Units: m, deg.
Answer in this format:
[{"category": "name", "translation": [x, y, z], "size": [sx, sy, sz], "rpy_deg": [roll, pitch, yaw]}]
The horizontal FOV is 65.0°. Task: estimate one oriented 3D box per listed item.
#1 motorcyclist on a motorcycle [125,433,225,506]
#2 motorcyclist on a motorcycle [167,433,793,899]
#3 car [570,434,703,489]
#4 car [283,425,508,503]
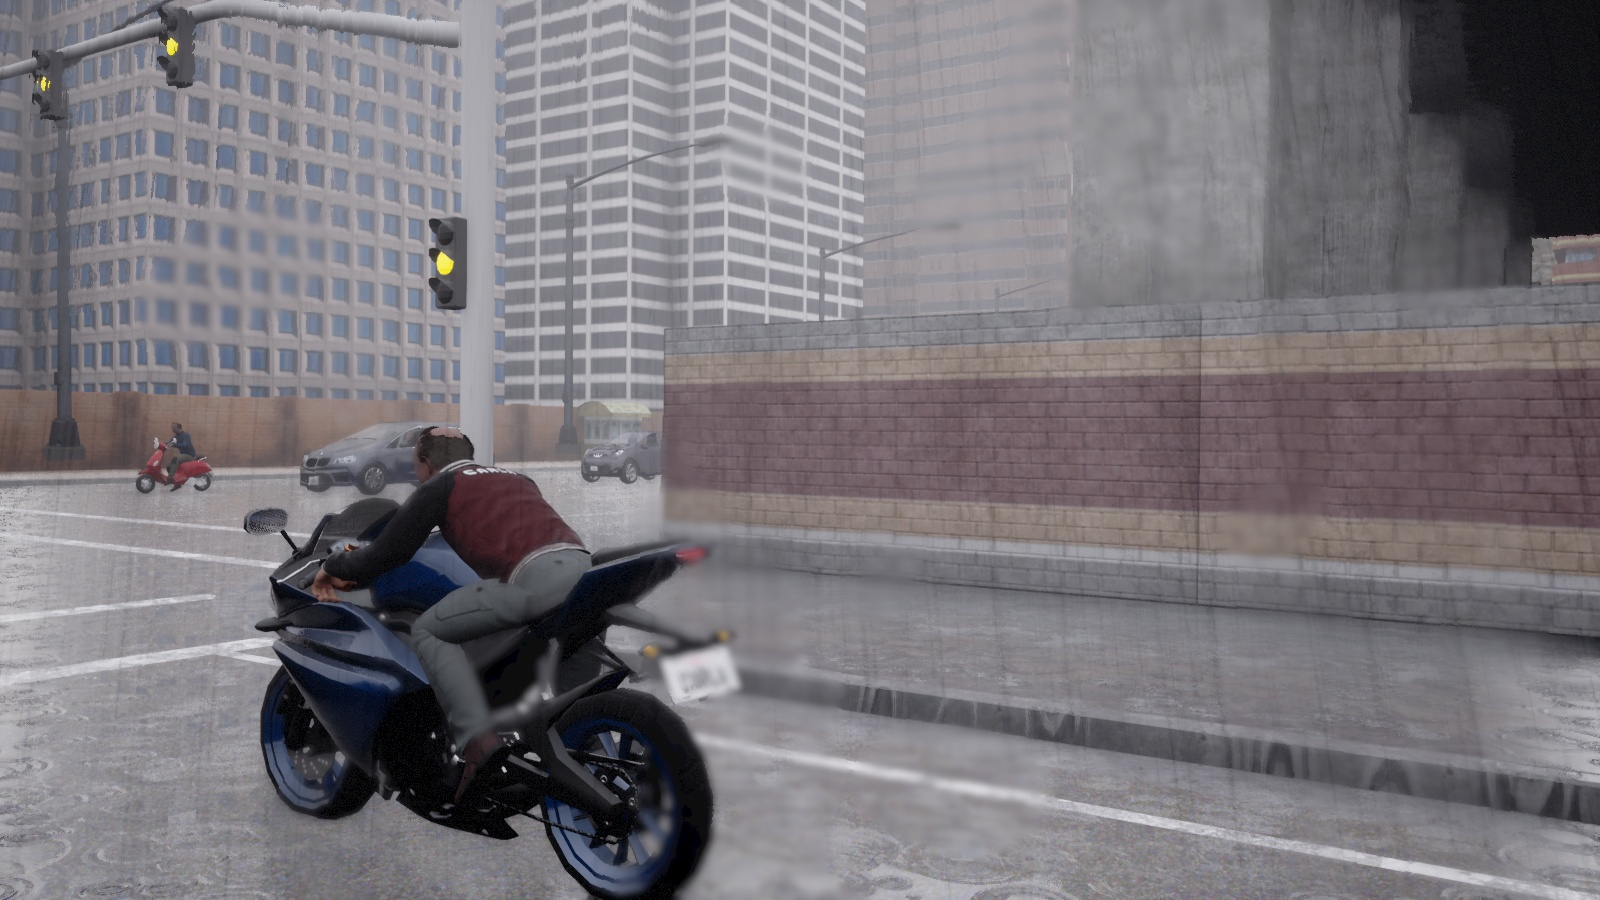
[{"category": "motorcyclist on a motorcycle", "translation": [-14.162, 0.424, 28.516], "size": [0.866, 1.590, 1.817], "rpy_deg": [0, 1, 34]}, {"category": "motorcyclist on a motorcycle", "translation": [-1.183, 0.717, 4.409], "size": [2.191, 1.530, 0.866], "rpy_deg": [0, 1, 34]}, {"category": "car", "translation": [-4.681, 0.292, 36.289], "size": [1.845, 1.501, 3.633], "rpy_deg": [0, 1, 34]}, {"category": "car", "translation": [-9.350, 0.259, 29.396], "size": [2.242, 1.667, 4.611], "rpy_deg": [0, 1, 34]}]
